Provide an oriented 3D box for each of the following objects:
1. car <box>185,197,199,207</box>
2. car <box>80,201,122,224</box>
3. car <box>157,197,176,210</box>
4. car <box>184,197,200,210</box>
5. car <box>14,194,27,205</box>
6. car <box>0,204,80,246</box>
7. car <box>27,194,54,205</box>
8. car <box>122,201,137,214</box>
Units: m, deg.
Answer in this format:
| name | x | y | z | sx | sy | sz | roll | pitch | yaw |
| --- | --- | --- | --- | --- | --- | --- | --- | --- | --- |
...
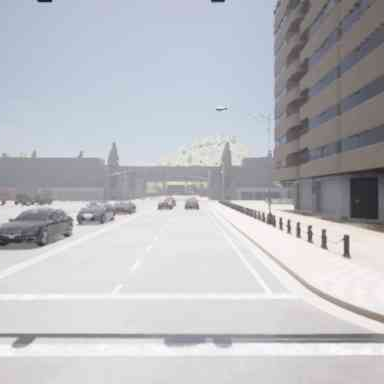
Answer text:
| name | x | y | z | sx | sy | sz | roll | pitch | yaw |
| --- | --- | --- | --- | --- | --- | --- | --- | --- | --- |
| car | 0.006 | 1.576 | 53.161 | 2.033 | 1.411 | 5.357 | 0 | 0 | 0 |
| car | -7.084 | 1.521 | 25.025 | 2.128 | 1.511 | 4.902 | 0 | 0 | 0 |
| car | -3.495 | 1.630 | 44.216 | 1.895 | 1.301 | 4.718 | 0 | 0 | 0 |
| car | 0.005 | 1.592 | 44.184 | 1.994 | 1.385 | 4.181 | 0 | 0 | 0 |
| car | -27.436 | 1.189 | 54.606 | 1.905 | 1.878 | 3.866 | 0 | 0 | 0 |
| car | -7.088 | 1.534 | 15.498 | 1.837 | 1.490 | 4.892 | 0 | 0 | 0 |
| car | -24.542 | 1.186 | 54.541 | 1.932 | 1.855 | 4.605 | 0 | 0 | 0 |
| car | -7.072 | 1.593 | 35.018 | 1.994 | 1.385 | 4.181 | 0 | 0 | 1 |
